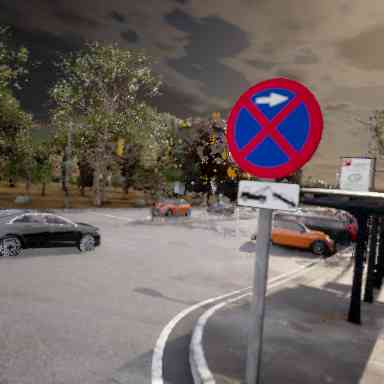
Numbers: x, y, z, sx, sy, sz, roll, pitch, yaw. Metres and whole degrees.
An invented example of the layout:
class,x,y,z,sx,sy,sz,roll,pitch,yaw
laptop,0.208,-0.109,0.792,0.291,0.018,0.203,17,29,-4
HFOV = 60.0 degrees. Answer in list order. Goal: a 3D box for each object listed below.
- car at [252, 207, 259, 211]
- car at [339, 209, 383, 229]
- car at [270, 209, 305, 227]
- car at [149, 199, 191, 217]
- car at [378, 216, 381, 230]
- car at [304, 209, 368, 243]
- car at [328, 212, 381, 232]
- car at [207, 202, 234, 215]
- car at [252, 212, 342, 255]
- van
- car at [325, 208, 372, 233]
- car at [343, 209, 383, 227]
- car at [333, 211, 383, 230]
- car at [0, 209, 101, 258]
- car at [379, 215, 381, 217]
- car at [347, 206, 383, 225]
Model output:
class,x,y,z,sx,sy,sz,roll,pitch,yaw
car,11.409,2.085,51.985,2.150,2.045,5.566,6,1,34
car,21.286,3.319,41.863,4.553,1.767,2.185,6,2,14
car,9.855,2.608,34.131,1.837,1.490,4.892,6,1,34
car,-2.047,1.432,32.317,2.097,1.767,4.553,6,2,35
car,14.676,3.066,31.912,5.366,1.575,1.946,6,1,14
car,9.394,2.505,24.515,5.566,2.045,2.435,6,2,15
car,17.899,3.275,36.915,4.792,1.488,2.163,6,1,14
car,3.519,1.964,40.452,1.994,1.385,4.181,6,1,34
car,5.934,2.431,19.594,4.553,1.767,2.185,6,1,15
van,7.593,2.422,22.069,4.442,1.987,1.878,6,2,15
car,11.157,2.608,26.986,5.566,2.045,2.435,6,1,14
car,22.911,3.414,44.367,4.553,1.767,2.185,6,1,14
car,19.563,3.343,39.392,4.892,1.521,2.231,6,2,14
car,-5.590,1.412,12.202,2.128,1.511,4.902,5,-2,37
car,16.239,2.899,34.425,5.566,2.045,2.435,6,1,14
car,26.353,3.506,49.315,5.566,2.045,2.435,6,1,14
